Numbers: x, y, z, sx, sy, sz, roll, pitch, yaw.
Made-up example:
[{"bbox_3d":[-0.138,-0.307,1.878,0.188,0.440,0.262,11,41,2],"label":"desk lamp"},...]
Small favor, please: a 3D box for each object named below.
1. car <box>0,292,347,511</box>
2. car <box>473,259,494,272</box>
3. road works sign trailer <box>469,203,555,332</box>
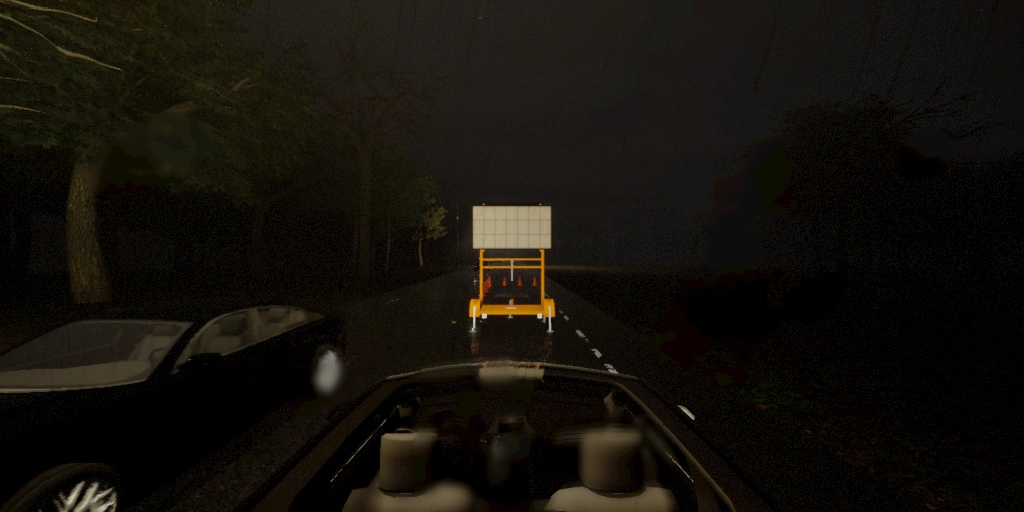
[{"bbox_3d":[-3.599,1.228,3.767,1.882,1.535,5.008,0,0,0],"label":"car"},{"bbox_3d":[-3.593,1.125,43.545,1.837,1.490,4.892,0,0,0],"label":"car"},{"bbox_3d":[0.002,0.210,10.804,2.380,3.560,2.880,0,0,0],"label":"road works sign trailer"}]
